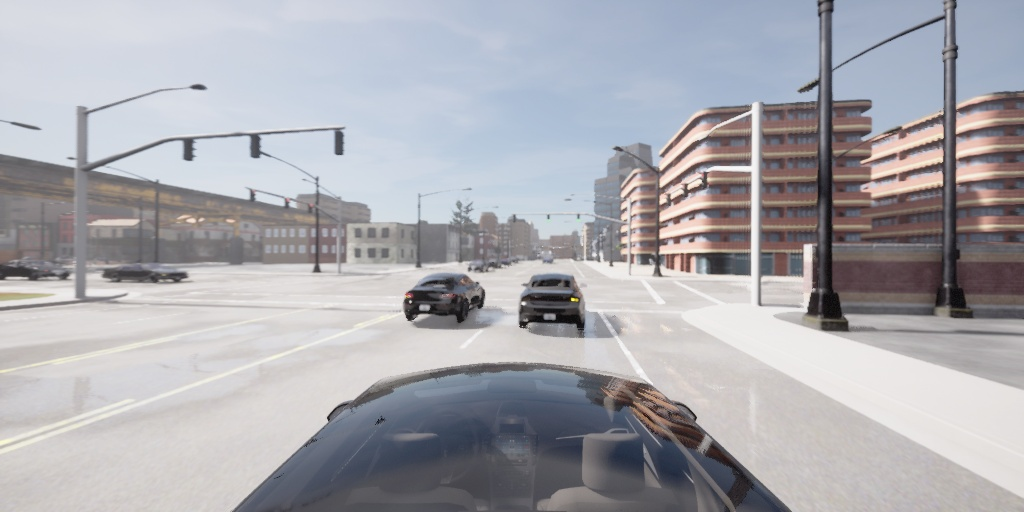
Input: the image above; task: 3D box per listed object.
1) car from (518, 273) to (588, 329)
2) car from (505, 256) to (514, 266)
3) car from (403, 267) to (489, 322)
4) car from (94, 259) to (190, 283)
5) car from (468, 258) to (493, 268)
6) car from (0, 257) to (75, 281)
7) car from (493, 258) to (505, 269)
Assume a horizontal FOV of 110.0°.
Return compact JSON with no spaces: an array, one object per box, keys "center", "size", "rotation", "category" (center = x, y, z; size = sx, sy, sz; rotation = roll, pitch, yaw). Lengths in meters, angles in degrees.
[{"center":[1.328,1.288,11.487],"size":[1.837,1.490,4.892],"rotation":[0,0,9],"category":"car"},{"center":[-1.302,1.050,63.275],"size":[1.895,1.301,4.718],"rotation":[0,1,9],"category":"car"},{"center":[-2.174,1.284,12.326],"size":[1.812,1.442,4.674],"rotation":[0,0,7],"category":"car"},{"center":[-26.142,1.169,25.593],"size":[5.357,1.411,2.033],"rotation":[0,0,7],"category":"car"},{"center":[-4.123,1.182,44.107],"size":[2.128,1.511,4.902],"rotation":[0,1,8],"category":"car"},{"center":[-35.897,1.046,26.844],"size":[4.902,1.511,2.128],"rotation":[0,0,7],"category":"car"},{"center":[-2.764,1.066,53.459],"size":[1.882,1.535,5.008],"rotation":[0,1,8],"category":"car"}]
